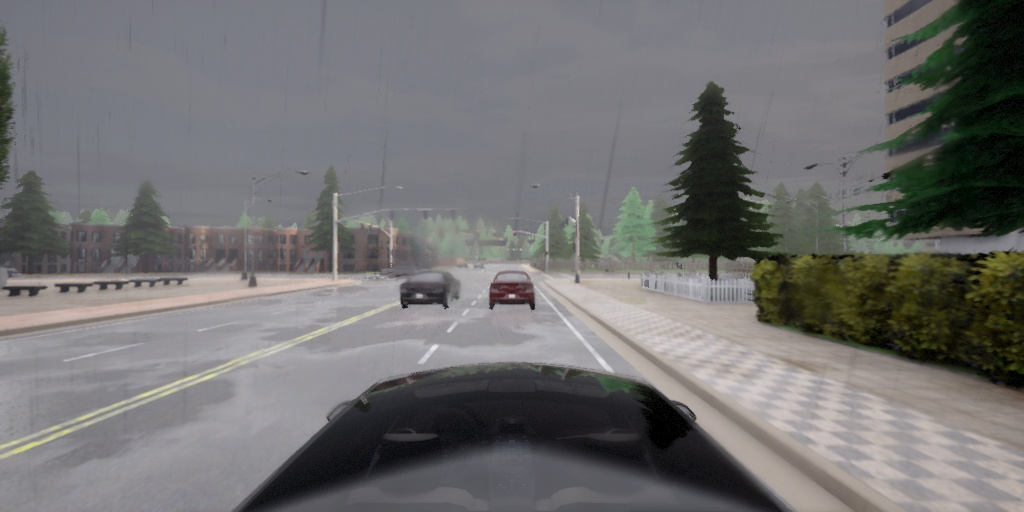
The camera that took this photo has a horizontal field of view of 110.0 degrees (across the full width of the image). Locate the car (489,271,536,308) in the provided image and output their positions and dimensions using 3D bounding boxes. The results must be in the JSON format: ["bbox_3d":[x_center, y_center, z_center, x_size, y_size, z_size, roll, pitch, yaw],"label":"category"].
[{"bbox_3d":[0.017,1.385,16.087,1.882,1.535,5.008,0,0,0],"label":"car"}]

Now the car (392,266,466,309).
[{"bbox_3d":[-3.482,1.385,16.074,1.882,1.535,5.008,0,0,0],"label":"car"}]

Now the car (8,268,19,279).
[{"bbox_3d":[-51.612,1.407,34.692,2.097,1.767,4.553,-1,-1,43],"label":"car"}]

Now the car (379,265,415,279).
[{"bbox_3d":[-11.225,1.644,38.247,5.357,1.411,2.033,0,-1,0],"label":"car"}]
